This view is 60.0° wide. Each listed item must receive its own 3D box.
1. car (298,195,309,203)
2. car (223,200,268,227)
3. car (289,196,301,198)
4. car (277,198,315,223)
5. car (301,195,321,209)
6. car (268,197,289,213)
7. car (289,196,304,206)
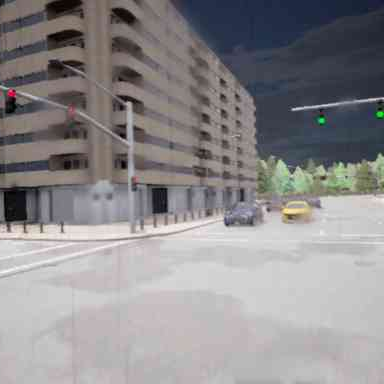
[{"bbox_3d":[23.228,1.477,69.192,1.837,1.490,4.892,-2,-1,23],"label":"car"},{"bbox_3d":[3.777,1.474,23.977,2.097,1.767,4.553,-2,-1,23],"label":"car"},{"bbox_3d":[14.550,1.553,49.128,1.837,1.490,4.892,-2,-1,23],"label":"car"},{"bbox_3d":[7.990,1.472,25.254,1.882,1.535,5.008,-2,-1,23],"label":"car"},{"bbox_3d":[15.684,1.418,43.165,1.882,1.535,5.008,-2,-1,24],"label":"car"},{"bbox_3d":[9.895,1.647,38.604,1.994,1.385,4.181,-2,-1,23],"label":"car"},{"bbox_3d":[17.750,1.547,56.525,1.837,1.490,4.892,-2,-1,23],"label":"car"}]
